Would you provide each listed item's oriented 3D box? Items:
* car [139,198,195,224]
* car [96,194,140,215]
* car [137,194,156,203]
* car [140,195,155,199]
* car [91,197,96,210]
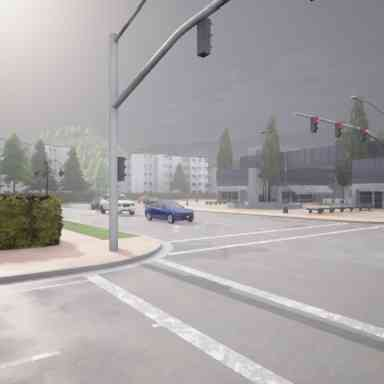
[{"bbox_3d":[-1.792,1.478,25.376,1.882,1.535,5.008,0,0,-37],"label":"car"},{"bbox_3d":[-7.601,1.221,33.554,2.150,2.045,5.566,0,0,-32],"label":"car"},{"bbox_3d":[-9.288,1.352,68.133,2.097,1.767,4.553,0,0,15],"label":"car"},{"bbox_3d":[-5.510,1.477,46.058,1.882,1.535,5.008,0,0,-18],"label":"car"},{"bbox_3d":[-11.915,1.352,42.940,2.097,1.767,4.553,0,0,-17],"label":"car"}]
